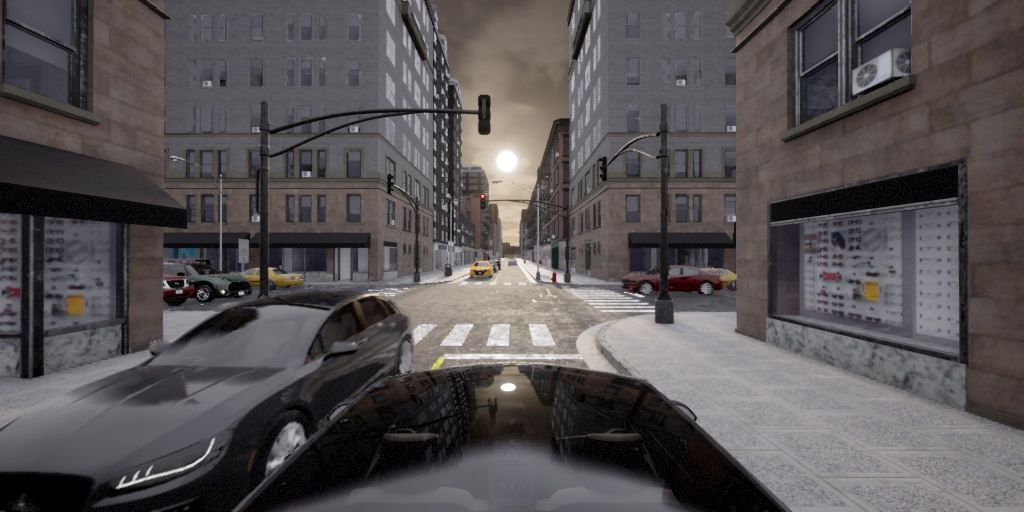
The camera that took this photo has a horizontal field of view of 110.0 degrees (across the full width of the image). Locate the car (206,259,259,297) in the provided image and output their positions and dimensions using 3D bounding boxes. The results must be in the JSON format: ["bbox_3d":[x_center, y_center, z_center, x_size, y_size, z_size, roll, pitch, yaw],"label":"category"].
[{"bbox_3d":[-14.378,1.084,16.089,4.553,1.767,2.097,0,0,0],"label":"car"}]

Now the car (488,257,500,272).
[{"bbox_3d":[-2.816,1.244,44.303,1.837,1.490,4.892,0,0,0],"label":"car"}]

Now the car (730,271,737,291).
[{"bbox_3d":[11.649,1.304,21.516,4.829,1.417,1.751,0,0,0],"label":"car"}]

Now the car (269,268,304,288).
[{"bbox_3d":[-15.234,1.279,21.575,4.829,1.417,1.751,0,0,0],"label":"car"}]

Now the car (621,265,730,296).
[{"bbox_3d":[8.360,1.242,18.988,5.008,1.535,1.882,0,0,0],"label":"car"}]

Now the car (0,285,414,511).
[{"bbox_3d":[-2.672,1.255,4.424,1.837,1.490,4.892,0,0,2],"label":"car"}]

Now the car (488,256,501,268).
[{"bbox_3d":[-2.801,0.953,54.896,2.150,2.045,5.566,0,0,0],"label":"car"}]

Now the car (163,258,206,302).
[{"bbox_3d":[-15.090,1.035,13.549,5.009,1.841,2.192,0,0,0],"label":"car"}]

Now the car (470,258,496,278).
[{"bbox_3d":[-2.821,1.222,33.900,1.882,1.535,5.008,0,0,0],"label":"car"}]
